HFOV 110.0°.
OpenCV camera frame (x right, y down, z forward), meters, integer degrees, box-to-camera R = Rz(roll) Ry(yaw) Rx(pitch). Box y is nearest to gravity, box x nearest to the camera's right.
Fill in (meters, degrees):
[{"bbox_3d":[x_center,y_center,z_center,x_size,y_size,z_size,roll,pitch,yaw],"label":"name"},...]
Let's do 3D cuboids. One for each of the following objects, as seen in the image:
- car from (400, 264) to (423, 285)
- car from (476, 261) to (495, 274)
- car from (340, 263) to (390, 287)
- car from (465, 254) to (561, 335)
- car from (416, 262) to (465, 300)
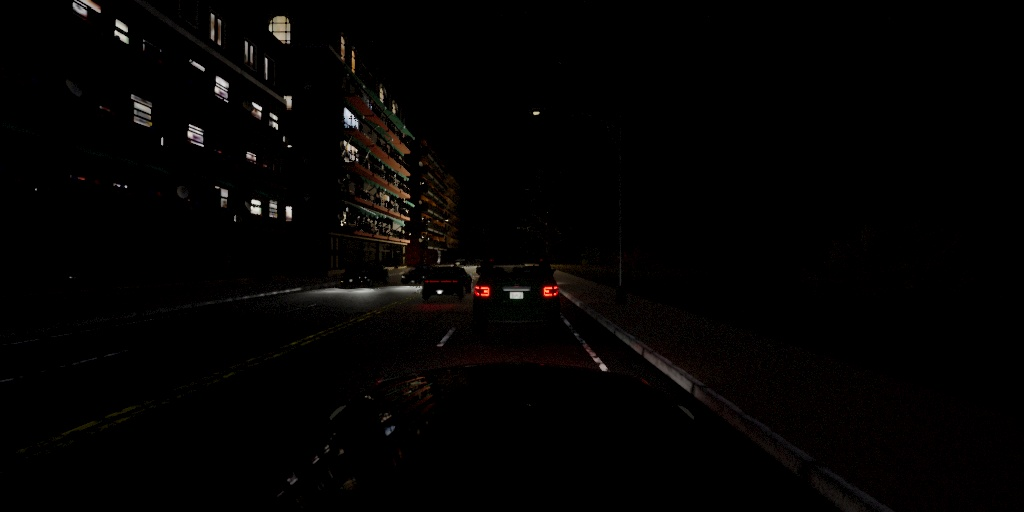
[{"bbox_3d":[-6.532,1.299,26.281,2.033,1.411,5.357,0,0,0],"label":"car"},{"bbox_3d":[-3.038,1.277,42.225,1.812,1.442,4.674,0,0,0],"label":"car"},{"bbox_3d":[-9.790,1.257,24.221,1.837,1.490,4.892,0,0,0],"label":"car"},{"bbox_3d":[0.118,0.973,10.704,2.150,2.045,5.566,0,0,0],"label":"car"},{"bbox_3d":[-3.107,1.258,17.873,1.837,1.490,4.892,0,0,0],"label":"car"}]
